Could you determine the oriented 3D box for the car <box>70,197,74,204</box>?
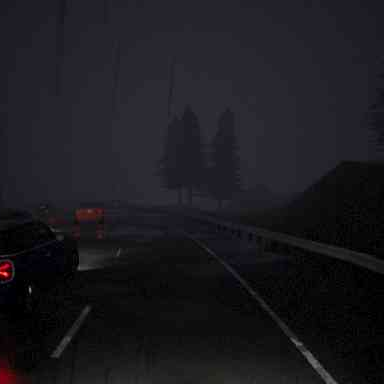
[{"bbox_3d":[-26.970,1.912,76.344,1.812,1.442,4.674,0,0,-25],"label":"car"}]

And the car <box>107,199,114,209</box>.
[{"bbox_3d":[-13.008,1.810,49.502,1.812,1.442,4.674,0,0,-25],"label":"car"}]

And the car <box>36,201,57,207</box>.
[{"bbox_3d":[-15.579,1.720,35.664,2.128,1.511,4.902,0,0,-24],"label":"car"}]

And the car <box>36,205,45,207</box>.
[{"bbox_3d":[-9.047,1.619,16.664,1.837,1.490,4.892,0,0,-11],"label":"car"}]

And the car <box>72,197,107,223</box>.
[{"bbox_3d":[-8.313,1.511,26.826,2.097,1.767,4.553,0,0,-18],"label":"car"}]

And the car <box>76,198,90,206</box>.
[{"bbox_3d":[-20.504,1.936,62.721,1.994,1.385,4.181,0,0,-25],"label":"car"}]

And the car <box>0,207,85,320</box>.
[{"bbox_3d":[-4.092,1.404,7.523,2.097,1.767,4.553,0,0,-5],"label":"car"}]
